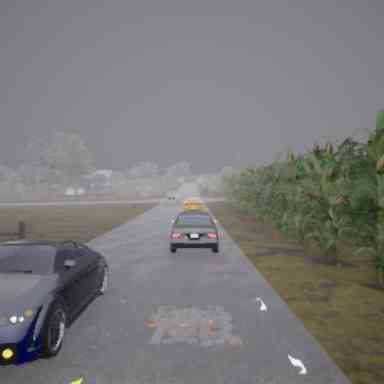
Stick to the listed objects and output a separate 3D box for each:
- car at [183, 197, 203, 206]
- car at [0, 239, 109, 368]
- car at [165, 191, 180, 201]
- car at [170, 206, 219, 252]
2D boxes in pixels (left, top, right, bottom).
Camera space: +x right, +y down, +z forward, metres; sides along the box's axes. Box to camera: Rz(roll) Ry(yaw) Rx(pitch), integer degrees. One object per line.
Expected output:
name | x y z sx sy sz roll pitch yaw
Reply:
car | 0.104 1.270 32.794 1.882 1.535 5.008 0 1 0
car | -2.850 1.559 5.830 1.994 1.385 4.181 0 0 0
car | -2.744 0.620 46.796 1.882 1.535 5.008 0 2 0
car | 0.089 1.530 13.837 2.033 1.411 5.357 0 0 0
